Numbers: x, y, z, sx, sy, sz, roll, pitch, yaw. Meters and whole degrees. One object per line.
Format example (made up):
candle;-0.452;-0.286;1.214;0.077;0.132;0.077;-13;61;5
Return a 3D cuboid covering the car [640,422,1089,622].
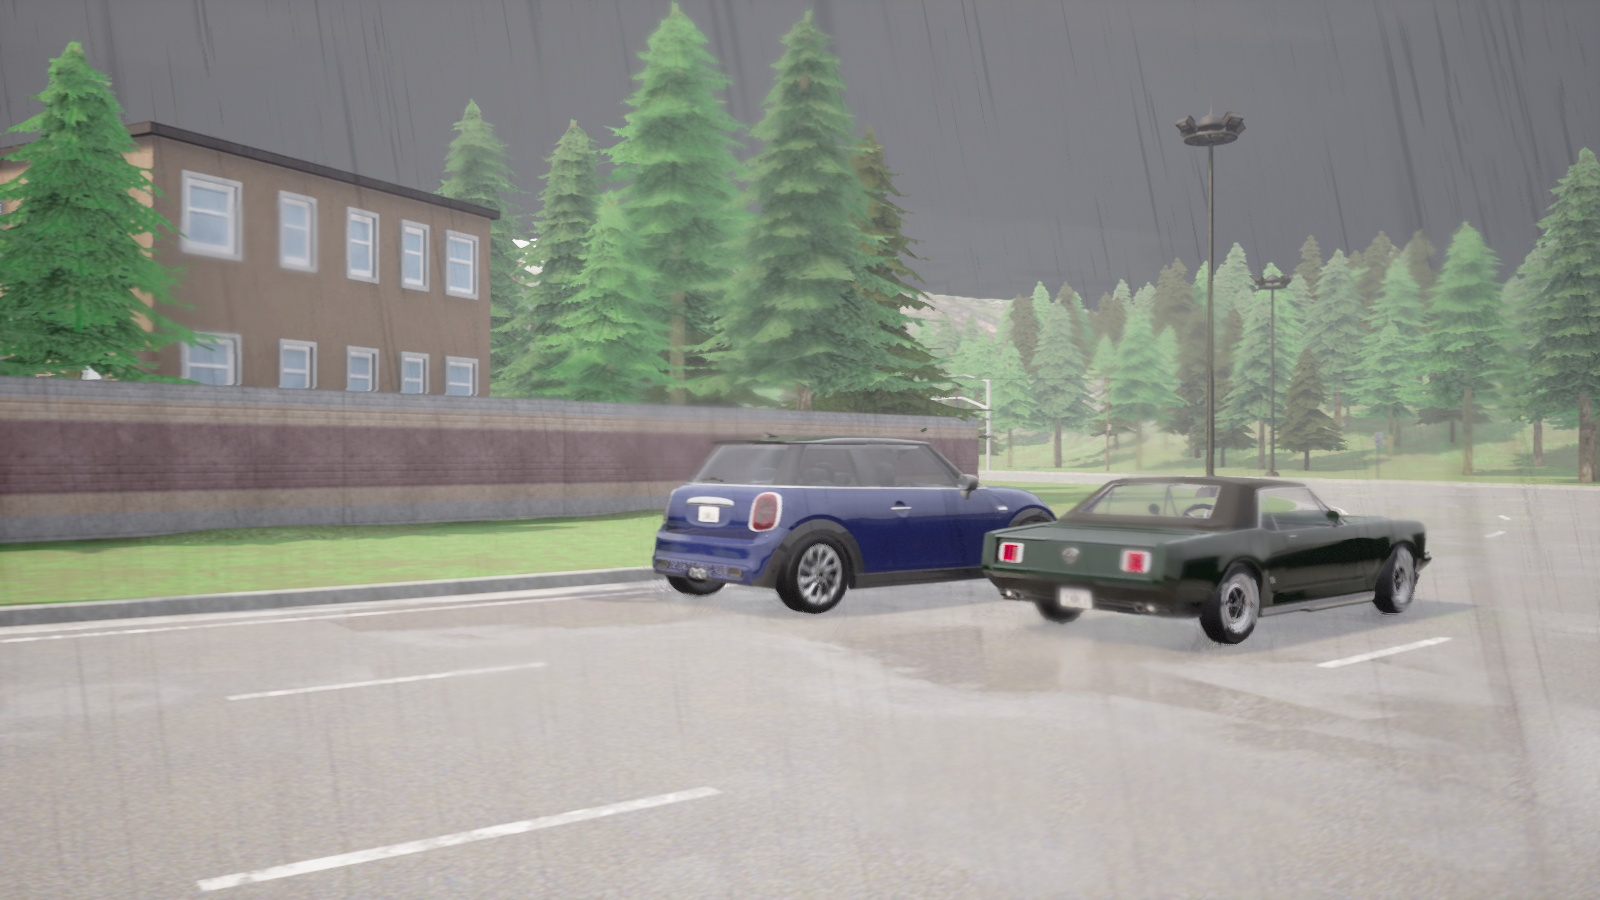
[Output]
car;0.804;0.640;13.337;4.553;1.767;2.097;0;0;-40

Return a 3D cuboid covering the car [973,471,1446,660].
car;3.849;0.869;11.328;4.718;1.301;1.895;0;0;-41
